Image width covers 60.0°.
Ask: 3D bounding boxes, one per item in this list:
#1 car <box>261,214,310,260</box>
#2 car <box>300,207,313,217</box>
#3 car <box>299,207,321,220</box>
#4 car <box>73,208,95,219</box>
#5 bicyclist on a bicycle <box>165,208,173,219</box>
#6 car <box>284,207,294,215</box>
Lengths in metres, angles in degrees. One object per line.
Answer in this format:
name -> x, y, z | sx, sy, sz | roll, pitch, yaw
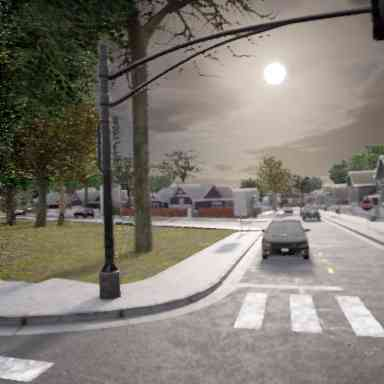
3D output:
car -> 4.268, 2.022, 15.143 | 1.882, 1.535, 5.008 | -3, -3, 17
car -> 19.149, 3.305, 55.963 | 1.812, 1.442, 4.674 | -3, -3, 17
car -> 15.423, 2.699, 43.175 | 2.097, 1.767, 4.553 | -3, -3, 17
car -> -21.008, 4.085, 64.727 | 2.150, 2.045, 5.566 | 0, -2, -44
bicyclist on a bicycle -> -3.530, 3.253, 51.045 | 1.656, 1.620, 0.582 | -1, -2, -44
car -> 19.769, 3.773, 68.068 | 1.882, 1.535, 5.008 | -3, -3, 16
